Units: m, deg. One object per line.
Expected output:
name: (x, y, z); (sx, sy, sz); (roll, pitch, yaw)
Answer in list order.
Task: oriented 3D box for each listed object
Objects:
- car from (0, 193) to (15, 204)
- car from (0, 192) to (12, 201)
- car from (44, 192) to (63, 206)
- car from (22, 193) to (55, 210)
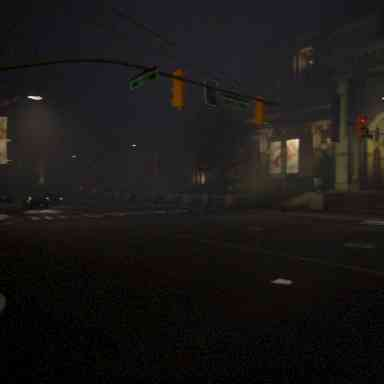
car: (-26.299, 0.922, 46.231); (2.033, 1.411, 5.357); (0, 1, -43)
car: (-32.903, 0.782, 56.078); (5.357, 1.411, 2.033); (1, 1, 31)
car: (-17.914, 0.835, 41.803); (2.097, 1.767, 4.553); (0, 1, -41)
car: (-16.213, 1.124, 34.594); (1.994, 1.385, 4.181); (0, 1, -40)
